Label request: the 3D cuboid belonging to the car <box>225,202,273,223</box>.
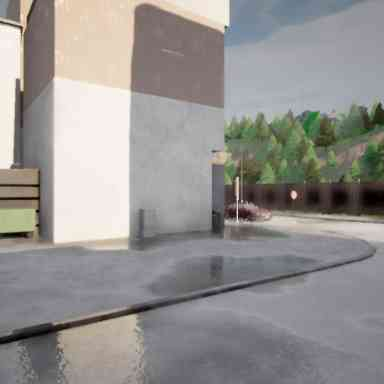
[{"bbox_3d":[4.172,1.546,26.196,1.812,1.442,4.674,0,0,-35],"label":"car"}]
